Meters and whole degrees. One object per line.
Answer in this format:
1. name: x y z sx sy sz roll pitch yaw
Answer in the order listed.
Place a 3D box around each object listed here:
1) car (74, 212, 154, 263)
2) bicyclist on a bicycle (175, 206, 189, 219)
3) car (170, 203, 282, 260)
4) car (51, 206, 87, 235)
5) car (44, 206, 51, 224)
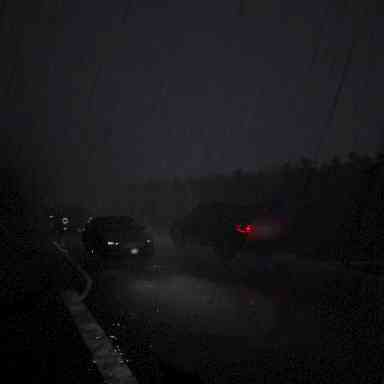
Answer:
1. car: -3.061 1.735 13.196 2.128 1.511 4.902 0 -1 -28
2. bicyclist on a bicycle: -0.658 1.837 23.661 1.656 1.620 0.582 -1 -1 -28
3. car: 1.166 1.453 13.773 2.150 2.045 5.566 0 -1 -32
4. car: -7.790 1.754 21.944 2.097 1.767 4.553 0 -1 -28
5. car: -12.652 2.069 30.977 1.837 1.490 4.892 0 0 -28
